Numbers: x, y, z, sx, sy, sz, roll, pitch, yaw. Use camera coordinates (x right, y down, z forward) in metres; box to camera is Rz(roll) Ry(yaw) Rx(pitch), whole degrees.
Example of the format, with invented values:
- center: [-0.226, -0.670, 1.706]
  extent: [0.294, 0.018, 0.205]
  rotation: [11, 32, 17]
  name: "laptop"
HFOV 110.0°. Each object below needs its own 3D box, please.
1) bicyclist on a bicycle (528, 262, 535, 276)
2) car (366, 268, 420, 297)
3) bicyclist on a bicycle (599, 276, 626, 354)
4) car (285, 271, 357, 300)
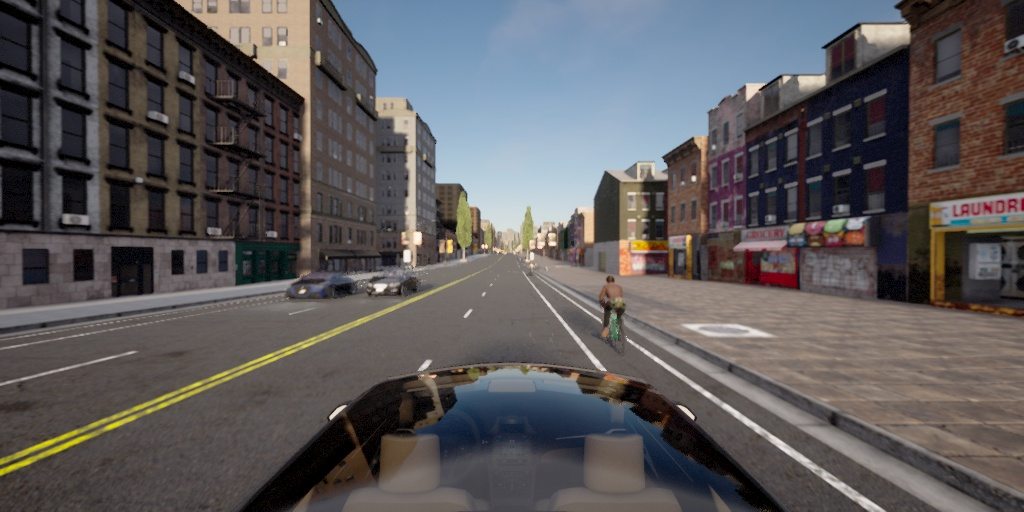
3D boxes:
- center: [2.284, 1.533, 41.674]
  extent: [0.866, 1.612, 1.509]
  rotation: [0, 0, 0]
  name: "bicyclist on a bicycle"
- center: [-6.598, 1.439, 20.369]
  extent: [2.128, 1.511, 4.902]
  rotation: [0, -1, 0]
  name: "car"
- center: [2.259, 1.275, 8.062]
  extent: [0.582, 1.620, 1.656]
  rotation: [0, -1, 0]
  name: "bicyclist on a bicycle"
- center: [-9.849, 1.498, 18.832]
  extent: [1.994, 1.385, 4.181]
  rotation: [0, -1, 0]
  name: "car"
